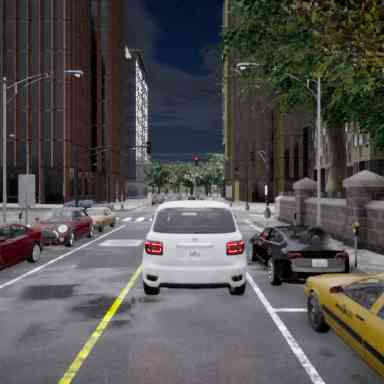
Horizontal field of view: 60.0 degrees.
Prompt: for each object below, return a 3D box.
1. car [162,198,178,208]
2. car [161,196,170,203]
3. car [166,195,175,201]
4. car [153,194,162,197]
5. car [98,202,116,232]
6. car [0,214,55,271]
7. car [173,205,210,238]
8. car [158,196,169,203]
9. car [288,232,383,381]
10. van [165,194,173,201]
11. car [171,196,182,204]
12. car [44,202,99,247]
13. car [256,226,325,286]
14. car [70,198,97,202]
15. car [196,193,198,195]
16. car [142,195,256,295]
[{"bbox_3d":[-3.130,1.571,48.122,1.994,1.385,4.181,0,0,0],"label":"car"},{"bbox_3d":[-5.816,1.545,73.701,1.752,1.417,4.829,0,0,0],"label":"car"},{"bbox_3d":[-5.827,1.581,90.184,2.008,1.369,4.403,0,0,0],"label":"car"},{"bbox_3d":[-5.805,1.326,57.559,2.192,1.841,5.009,0,0,0],"label":"car"},{"bbox_3d":[-5.778,1.526,19.981,1.752,1.417,4.829,0,0,0],"label":"car"},{"bbox_3d":[-5.771,1.544,9.237,1.887,1.381,4.507,0,0,0],"label":"car"},{"bbox_3d":[0.010,1.526,18.480,1.812,1.442,4.674,0,0,0],"label":"car"},{"bbox_3d":[-5.812,1.599,68.434,1.802,1.307,4.206,0,0,0],"label":"car"},{"bbox_3d":[2.758,1.525,3.958,1.752,1.417,4.829,0,0,0],"label":"car"},{"bbox_3d":[-5.824,1.368,84.747,1.690,1.788,3.998,0,0,0],"label":"van"},{"bbox_3d":[-3.069,1.580,66.991,1.994,1.385,4.181,0,0,1],"label":"car"},{"bbox_3d":[-5.775,1.440,14.694,1.967,1.590,4.097,0,0,0],"label":"car"},{"bbox_3d":[2.754,1.566,9.245,1.947,1.339,4.313,0,0,0],"label":"car"},{"bbox_3d":[-9.956,1.360,32.230,4.674,1.442,1.812,1,0,-9],"label":"car"},{"bbox_3d":[-0.055,1.523,78.595,1.837,1.490,4.892,0,0,0],"label":"car"},{"bbox_3d":[0.060,1.221,8.835,2.150,2.045,5.566,0,0,0],"label":"car"}]
